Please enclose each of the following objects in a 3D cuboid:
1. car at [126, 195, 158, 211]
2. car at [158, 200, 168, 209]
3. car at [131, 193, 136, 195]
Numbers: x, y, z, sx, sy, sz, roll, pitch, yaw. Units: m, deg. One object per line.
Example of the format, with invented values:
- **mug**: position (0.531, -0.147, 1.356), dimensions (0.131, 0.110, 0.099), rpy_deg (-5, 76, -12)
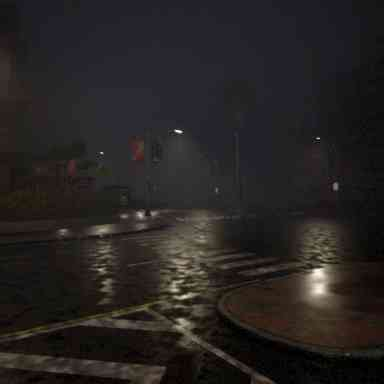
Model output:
- **car**: position (-6.520, 1.476, 40.372), dimensions (1.882, 1.535, 5.008), rpy_deg (0, 0, -35)
- **car**: position (-5.091, 1.599, 44.443), dimensions (1.895, 1.301, 4.718), rpy_deg (0, 0, -35)
- **car**: position (-13.431, 1.218, 68.429), dimensions (2.150, 2.045, 5.566), rpy_deg (0, 0, -39)
